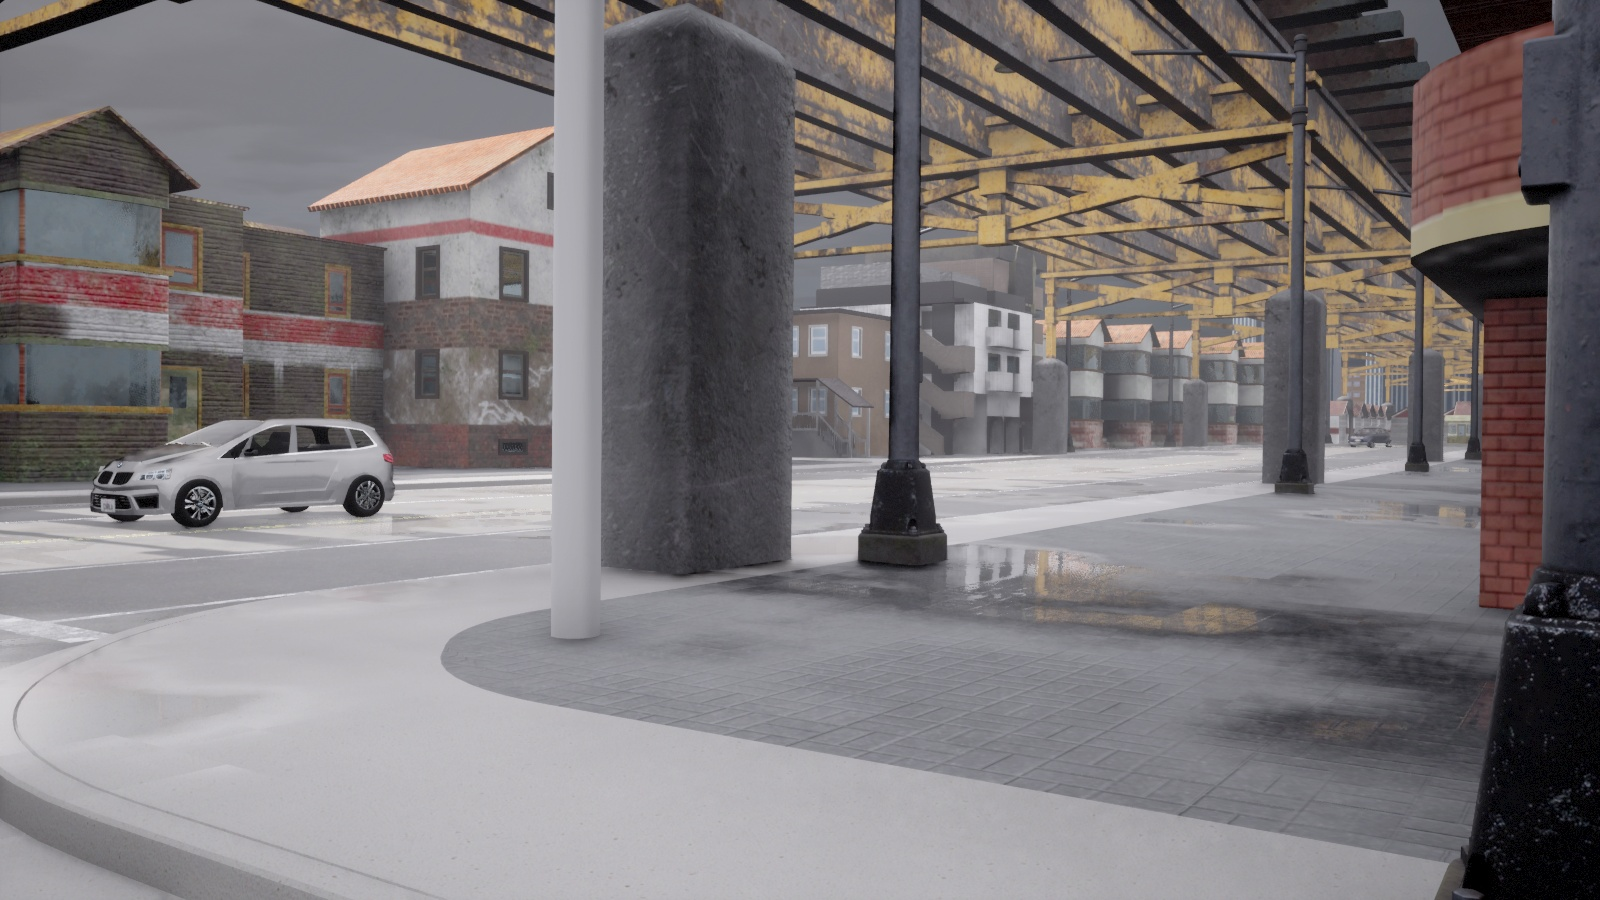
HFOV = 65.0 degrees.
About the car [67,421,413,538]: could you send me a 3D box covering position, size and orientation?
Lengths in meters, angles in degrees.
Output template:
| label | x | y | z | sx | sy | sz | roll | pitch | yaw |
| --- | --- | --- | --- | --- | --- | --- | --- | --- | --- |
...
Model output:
| label | x | y | z | sx | sy | sz | roll | pitch | yaw |
| --- | --- | --- | --- | --- | --- | --- | --- | --- | --- |
| car | -8.884 | 0.379 | 20.320 | 2.242 | 1.667 | 4.611 | 0 | 1 | 34 |
